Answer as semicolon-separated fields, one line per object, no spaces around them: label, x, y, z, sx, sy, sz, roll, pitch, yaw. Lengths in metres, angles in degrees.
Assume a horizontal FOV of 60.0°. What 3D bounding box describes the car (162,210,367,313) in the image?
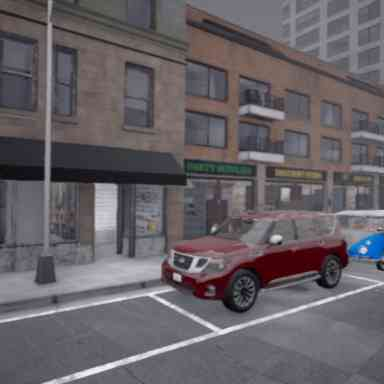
car;1.768;1.399;8.026;5.009;1.841;2.192;1;-1;-35

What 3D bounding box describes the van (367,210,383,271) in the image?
van;6.314;1.502;11.269;3.998;1.788;1.690;1;-1;-36
